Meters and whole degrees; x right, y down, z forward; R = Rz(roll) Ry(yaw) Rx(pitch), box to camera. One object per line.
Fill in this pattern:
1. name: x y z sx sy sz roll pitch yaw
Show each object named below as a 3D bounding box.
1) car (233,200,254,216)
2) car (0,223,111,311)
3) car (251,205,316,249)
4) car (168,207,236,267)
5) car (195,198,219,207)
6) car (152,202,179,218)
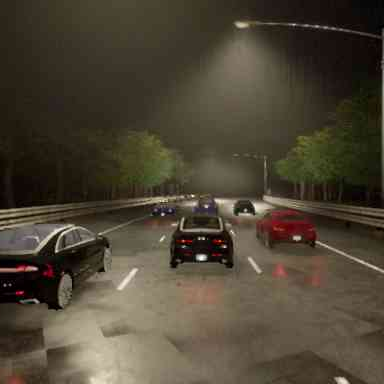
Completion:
1. car: 5.015 1.471 32.164 1.812 1.442 4.674 0 0 5
2. car: -3.274 1.473 7.712 2.128 1.511 4.902 0 0 1
3. car: 3.921 1.503 14.437 1.812 1.442 4.674 0 0 2
4. car: 0.321 1.484 11.261 1.837 1.490 4.892 0 0 2
5. car: 1.400 1.296 30.826 2.097 1.767 4.553 0 0 4
6. car: -2.221 1.543 29.582 1.895 1.301 4.718 0 0 4
